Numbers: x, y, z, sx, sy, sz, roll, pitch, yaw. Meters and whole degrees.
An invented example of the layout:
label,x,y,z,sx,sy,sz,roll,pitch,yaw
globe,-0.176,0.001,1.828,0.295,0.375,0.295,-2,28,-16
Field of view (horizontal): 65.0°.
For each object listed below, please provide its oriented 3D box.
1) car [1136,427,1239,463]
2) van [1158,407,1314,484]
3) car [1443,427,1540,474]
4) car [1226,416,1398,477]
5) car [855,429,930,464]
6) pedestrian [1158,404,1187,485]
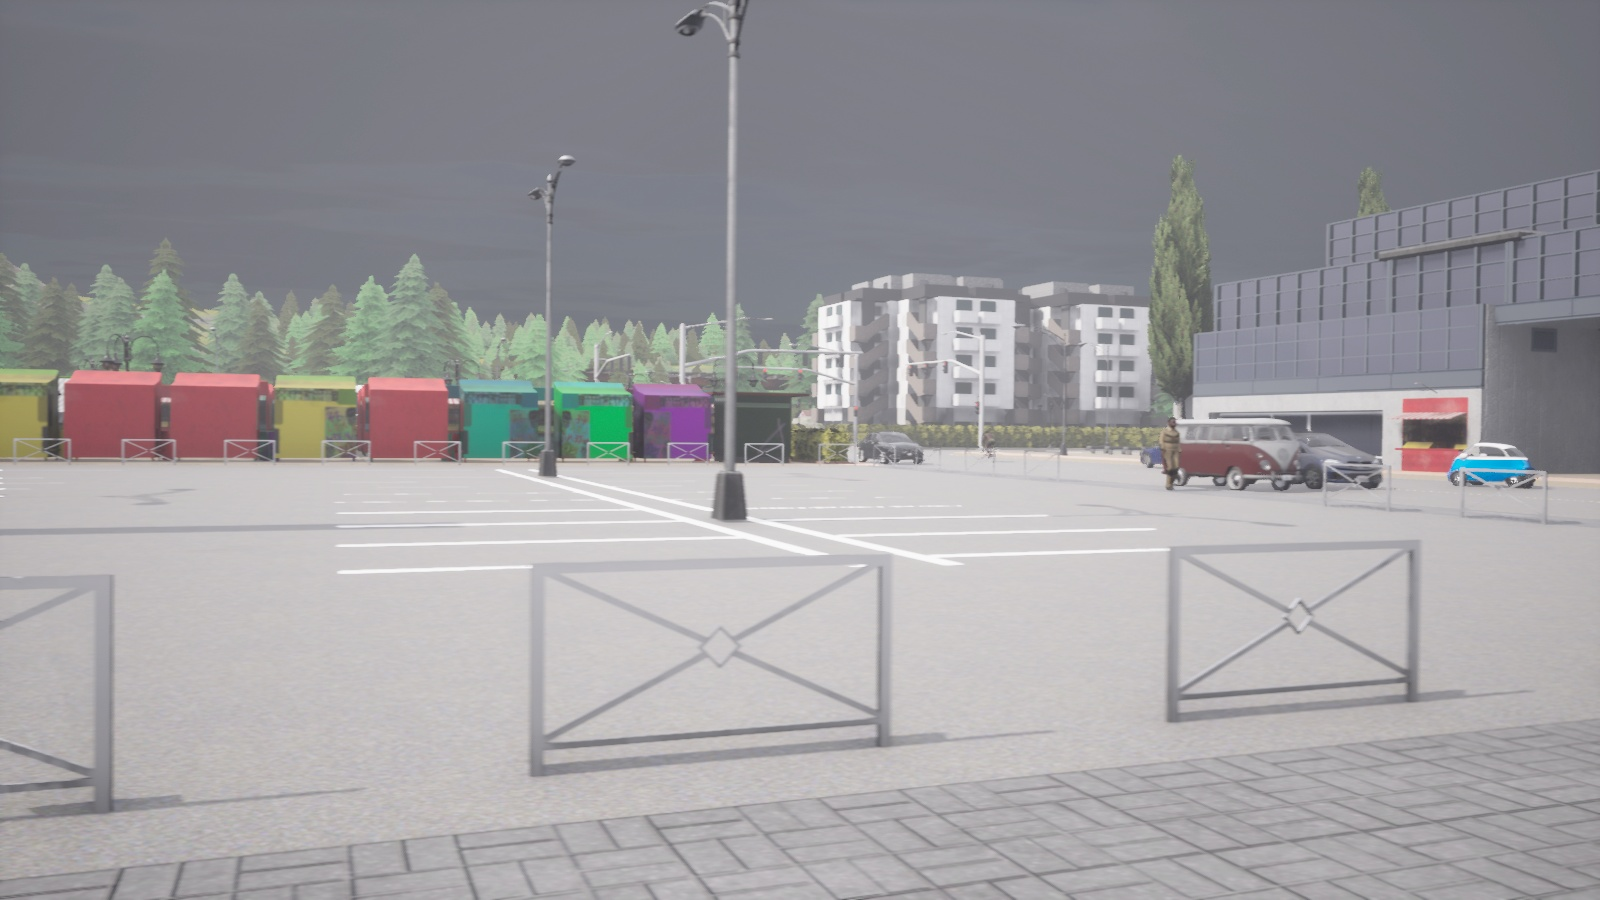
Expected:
label,x,y,z,sx,sy,sz,roll,pitch,yaw
car,16.666,-0.240,54.276,1.812,1.442,4.674,-1,1,-19
van,12.136,-0.155,35.283,1.775,1.987,4.442,-1,1,-19
car,21.238,-0.005,38.612,1.481,1.376,2.207,-1,1,-38
car,15.122,-0.129,37.361,2.242,1.667,4.611,-1,1,-19
car,4.227,-0.189,58.172,1.837,1.490,4.892,-1,1,-17
pedestrian,8.968,-0.133,30.259,0.396,1.930,0.692,-1,1,-9
